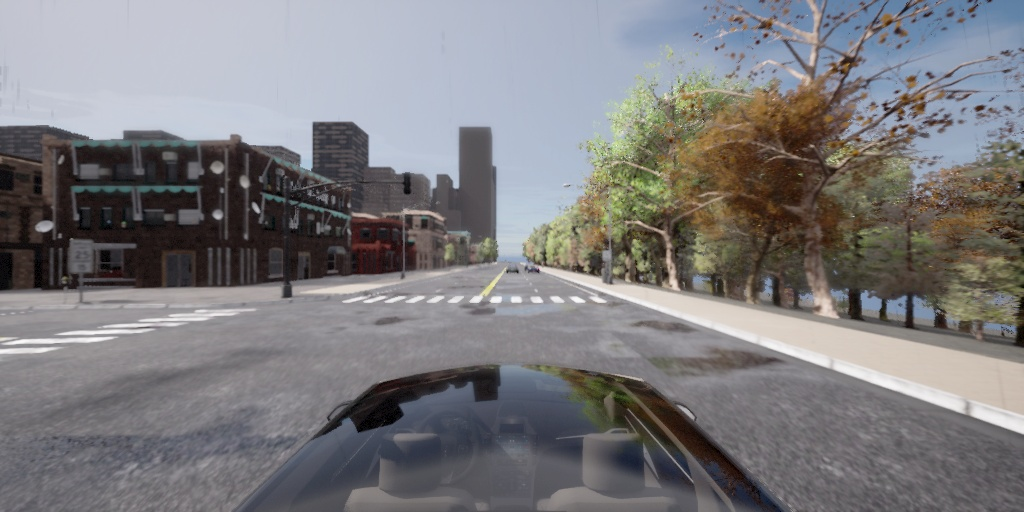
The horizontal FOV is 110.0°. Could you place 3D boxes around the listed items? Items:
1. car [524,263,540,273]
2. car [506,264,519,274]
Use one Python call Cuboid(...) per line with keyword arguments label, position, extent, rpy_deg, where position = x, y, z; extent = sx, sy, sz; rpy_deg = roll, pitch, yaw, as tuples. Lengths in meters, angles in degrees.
Cuboid(label="car", position=(3.344, 2.092, 56.686), extent=(1.895, 1.301, 4.718), rpy_deg=(0, -1, 0))
Cuboid(label="car", position=(0.082, 2.051, 56.404), extent=(1.994, 1.385, 4.181), rpy_deg=(0, -1, 1))
